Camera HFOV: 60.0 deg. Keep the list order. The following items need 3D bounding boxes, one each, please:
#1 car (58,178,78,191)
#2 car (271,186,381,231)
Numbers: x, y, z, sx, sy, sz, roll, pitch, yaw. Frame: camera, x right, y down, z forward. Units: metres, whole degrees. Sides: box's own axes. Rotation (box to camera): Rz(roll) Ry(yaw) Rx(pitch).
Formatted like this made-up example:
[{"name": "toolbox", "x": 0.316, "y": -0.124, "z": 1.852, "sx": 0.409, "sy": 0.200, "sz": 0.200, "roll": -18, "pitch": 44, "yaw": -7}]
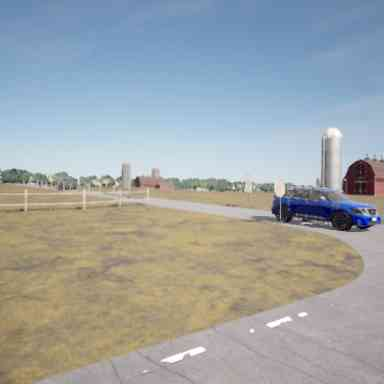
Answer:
[{"name": "car", "x": -20.987, "y": -1.342, "z": 55.855, "sx": 2.150, "sy": 2.045, "sz": 5.566, "roll": 1, "pitch": 2, "yaw": -36}, {"name": "car", "x": 6.711, "y": 0.764, "z": 17.385, "sx": 2.150, "sy": 2.045, "sz": 5.566, "roll": 1, "pitch": 2, "yaw": -36}]
